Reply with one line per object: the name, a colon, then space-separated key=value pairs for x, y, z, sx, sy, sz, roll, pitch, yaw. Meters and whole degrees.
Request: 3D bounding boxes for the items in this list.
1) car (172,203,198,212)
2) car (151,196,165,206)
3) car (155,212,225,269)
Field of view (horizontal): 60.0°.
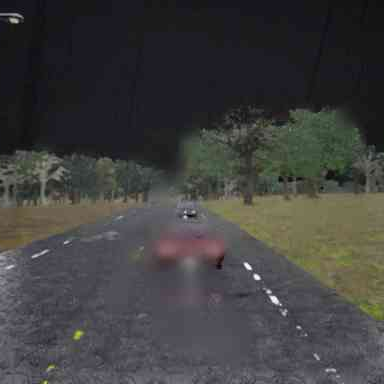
car: x=-0.570 y=1.475 z=26.059 sx=1.895 sy=1.301 sz=4.718 roll=0 pitch=0 yaw=-2
car: x=-5.296 y=1.430 z=52.298 sx=1.837 sy=1.490 sz=4.892 roll=0 pitch=-1 yaw=-2
car: x=-0.071 y=1.556 z=11.010 sx=1.895 sy=1.301 sz=4.718 roll=0 pitch=0 yaw=-1
